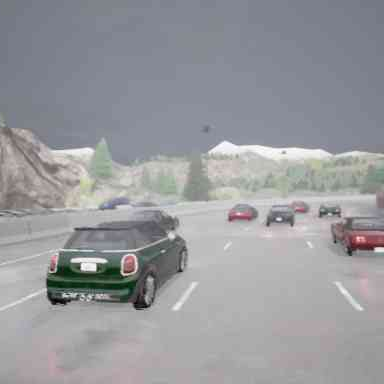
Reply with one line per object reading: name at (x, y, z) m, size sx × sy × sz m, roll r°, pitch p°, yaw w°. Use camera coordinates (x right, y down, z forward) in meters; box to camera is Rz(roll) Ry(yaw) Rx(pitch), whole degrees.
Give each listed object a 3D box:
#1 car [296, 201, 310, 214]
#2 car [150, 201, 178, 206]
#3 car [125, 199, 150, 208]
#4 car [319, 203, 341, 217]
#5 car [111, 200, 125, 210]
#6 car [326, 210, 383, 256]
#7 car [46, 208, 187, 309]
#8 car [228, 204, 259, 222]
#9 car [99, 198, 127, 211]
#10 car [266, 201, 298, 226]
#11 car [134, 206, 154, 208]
car at (12.324, 1.712, 38.170) m, size 1.994 × 1.385 × 4.181 m, roll -1°, pitch -1°, yaw 25°
car at (-3.478, 2.024, 46.115) m, size 1.812 × 1.442 × 4.674 m, roll -1°, pitch -1°, yaw 26°
car at (-6.891, 2.073, 47.096) m, size 1.837 × 1.490 × 4.892 m, roll -1°, pitch -1°, yaw 26°
car at (13.127, 1.673, 31.618) m, size 1.895 × 1.301 × 4.718 m, roll -1°, pitch -1°, yaw 23°
car at (-9.436, 2.238, 49.855) m, size 1.895 × 1.301 × 4.718 m, roll -1°, pitch -1°, yaw 26°
car at (6.710, 1.608, 13.025) m, size 1.895 × 1.301 × 4.718 m, roll -1°, pitch -1°, yaw 15°
car at (-1.541, 1.459, 8.400) m, size 2.097 × 1.767 × 4.553 m, roll -1°, pitch -1°, yaw 11°
car at (4.512, 1.760, 28.895) m, size 1.994 × 1.385 × 4.181 m, roll -1°, pitch -1°, yaw 21°
car at (-12.157, 1.931, 52.271) m, size 2.150 × 2.045 × 5.566 m, roll -1°, pitch -1°, yaw 26°
car at (6.491, 1.642, 24.159) m, size 1.812 × 1.442 × 4.674 m, roll -1°, pitch 0°, yaw 19°
car at (-2.364, 1.775, 19.557) m, size 2.033 × 1.411 × 5.357 m, roll -1°, pitch -1°, yaw 16°
